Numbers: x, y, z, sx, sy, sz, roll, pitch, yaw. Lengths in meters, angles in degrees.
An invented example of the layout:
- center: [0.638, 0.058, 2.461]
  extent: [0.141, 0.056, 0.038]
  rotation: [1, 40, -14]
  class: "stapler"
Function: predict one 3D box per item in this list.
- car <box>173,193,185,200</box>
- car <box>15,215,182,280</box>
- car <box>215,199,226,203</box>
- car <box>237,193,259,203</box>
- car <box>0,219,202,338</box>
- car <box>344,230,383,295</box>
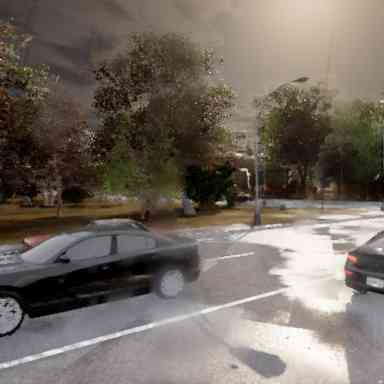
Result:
- center: [-2.105, 1.011, 68.747]
  extent: [2.128, 1.511, 4.902]
  rotation: [-1, 1, -37]
  class: "car"
- center: [-2.811, 1.559, 10.523]
  extent: [4.718, 1.301, 1.895]
  rotation: [-1, 0, -35]
  class: "car"
- center: [3.381, 1.084, 55.527]
  extent: [2.033, 1.411, 5.357]
  rotation: [-1, 1, -37]
  class: "car"
- center: [8.702, 0.965, 54.267]
  extent: [1.882, 1.535, 5.008]
  rotation: [-1, 0, -37]
  class: "car"
- center: [-2.116, 1.453, 6.733]
  extent: [5.008, 1.535, 1.882]
  rotation: [-1, 0, -35]
  class: "car"
- center: [5.187, 1.439, 7.274]
  extent: [4.674, 1.442, 1.812]
  rotation: [-1, 0, -34]
  class: "car"
